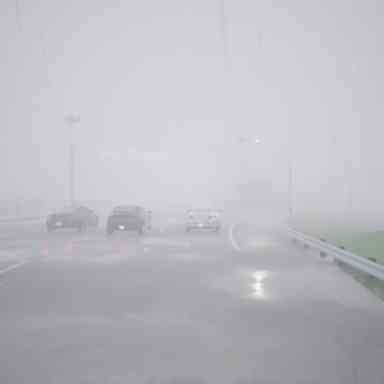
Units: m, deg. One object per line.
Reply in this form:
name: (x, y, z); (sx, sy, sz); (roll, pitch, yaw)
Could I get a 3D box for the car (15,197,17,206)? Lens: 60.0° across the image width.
car: (-31.179, 1.651, 58.929); (2.097, 1.767, 4.553); (0, -1, 1)

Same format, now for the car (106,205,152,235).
car: (-3.400, 1.473, 18.531); (1.837, 1.490, 4.892); (0, 0, 0)

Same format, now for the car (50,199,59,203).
car: (-30.952, 2.170, 75.127); (2.033, 1.411, 5.357); (0, -1, 1)

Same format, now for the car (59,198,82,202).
car: (-27.452, 2.157, 75.113); (2.128, 1.511, 4.902); (0, -1, 1)

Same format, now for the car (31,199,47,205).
car: (-27.685, 1.860, 58.881); (1.994, 1.385, 4.181); (0, -1, 1)

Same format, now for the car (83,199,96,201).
car: (-27.242, 2.605, 91.343); (2.033, 1.411, 5.357); (0, -2, 1)

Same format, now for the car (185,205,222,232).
car: (0.730, 1.467, 19.446); (1.812, 1.442, 4.674); (-1, 0, 7)

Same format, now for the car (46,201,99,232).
car: (-6.900, 1.498, 19.549); (1.812, 1.442, 4.674); (0, 0, 0)
